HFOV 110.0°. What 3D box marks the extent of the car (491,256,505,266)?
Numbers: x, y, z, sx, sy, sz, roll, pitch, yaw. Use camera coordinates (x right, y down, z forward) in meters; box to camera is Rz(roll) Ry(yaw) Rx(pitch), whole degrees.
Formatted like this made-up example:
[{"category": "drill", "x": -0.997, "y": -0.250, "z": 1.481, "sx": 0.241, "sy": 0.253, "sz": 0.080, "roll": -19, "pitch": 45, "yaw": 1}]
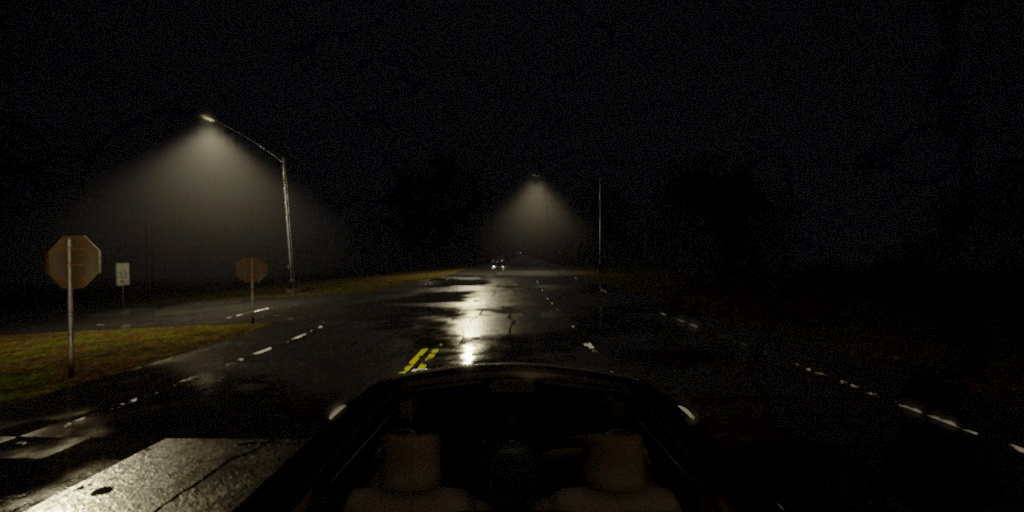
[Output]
[{"category": "car", "x": -2.343, "y": 0.740, "z": 61.085, "sx": 2.097, "sy": 1.767, "sz": 4.553, "roll": 0, "pitch": 1, "yaw": 2}]
